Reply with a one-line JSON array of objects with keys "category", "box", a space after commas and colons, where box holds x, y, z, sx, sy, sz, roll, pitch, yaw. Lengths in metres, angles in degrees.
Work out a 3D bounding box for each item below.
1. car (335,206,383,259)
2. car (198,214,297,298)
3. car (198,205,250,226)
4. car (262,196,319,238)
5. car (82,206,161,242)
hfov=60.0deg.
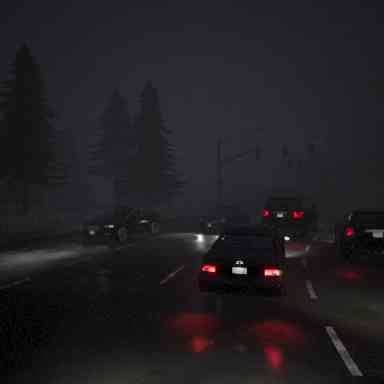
[{"category": "car", "box": [6.494, 1.351, 12.252, 2.097, 1.767, 4.553, 0, 0, 21]}, {"category": "car", "box": [1.544, 1.546, 8.773, 2.033, 1.411, 5.357, 0, 0, 15]}, {"category": "car", "box": [2.101, 1.527, 19.953, 1.812, 1.442, 4.674, 0, 0, 30]}, {"category": "car", "box": [5.480, 1.219, 18.222, 2.150, 2.045, 5.566, 0, 0, 28]}, {"category": "car", "box": [-3.328, 1.487, 16.545, 2.128, 1.511, 4.902, 0, 0, 23]}]
